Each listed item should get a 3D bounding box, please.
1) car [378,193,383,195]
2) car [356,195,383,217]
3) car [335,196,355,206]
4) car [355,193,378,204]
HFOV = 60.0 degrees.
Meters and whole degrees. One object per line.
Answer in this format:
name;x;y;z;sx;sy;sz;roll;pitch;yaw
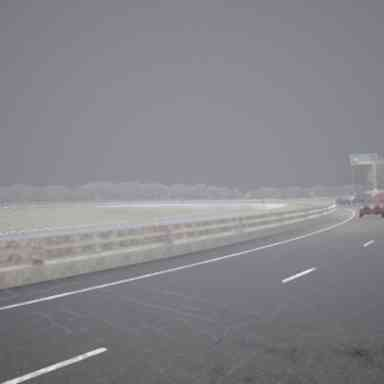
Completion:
car;35.138;1.143;61.000;2.150;2.045;5.566;-2;-1;8
car;17.388;1.449;32.120;2.097;1.767;4.553;-3;-1;29
car;28.286;1.783;62.327;1.837;1.490;4.892;-2;-1;8
car;31.713;1.285;61.707;2.150;2.045;5.566;-2;-1;8
